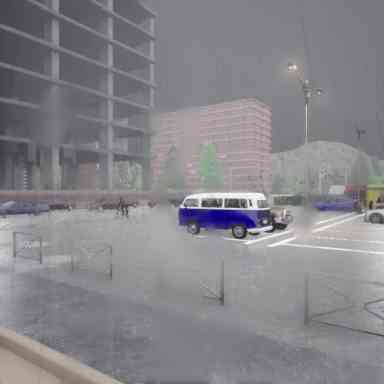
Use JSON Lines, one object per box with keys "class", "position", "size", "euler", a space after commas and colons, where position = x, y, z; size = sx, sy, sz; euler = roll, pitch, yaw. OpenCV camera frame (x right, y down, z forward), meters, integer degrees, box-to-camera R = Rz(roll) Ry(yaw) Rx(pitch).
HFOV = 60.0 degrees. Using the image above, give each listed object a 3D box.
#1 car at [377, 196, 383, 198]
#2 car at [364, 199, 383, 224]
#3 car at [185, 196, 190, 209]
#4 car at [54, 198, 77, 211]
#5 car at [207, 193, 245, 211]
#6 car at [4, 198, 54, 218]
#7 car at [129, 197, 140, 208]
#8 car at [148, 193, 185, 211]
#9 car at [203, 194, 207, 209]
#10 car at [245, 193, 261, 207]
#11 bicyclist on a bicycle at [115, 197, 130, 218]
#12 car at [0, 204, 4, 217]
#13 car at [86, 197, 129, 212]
{"class": "car", "position": [16.501, 1.153, 26.010], "size": [4.605, 1.855, 1.932], "euler": [0, 0, 36]}
{"class": "car", "position": [13.297, 1.395, 21.444], "size": [3.806, 1.475, 1.970], "euler": [0, 0, 36]}
{"class": "car", "position": [-3.228, 1.166, 54.147], "size": [2.150, 2.045, 5.566], "euler": [0, 0, 35]}
{"class": "car", "position": [-15.272, 1.436, 37.136], "size": [2.128, 1.511, 4.902], "euler": [0, 0, 35]}
{"class": "car", "position": [4.968, 1.166, 47.390], "size": [2.150, 2.045, 5.566], "euler": [0, 0, 36]}
{"class": "car", "position": [-15.811, 1.492, 30.296], "size": [2.033, 1.411, 5.357], "euler": [0, 0, 35]}
{"class": "car", "position": [-9.352, 1.436, 45.524], "size": [2.128, 1.511, 4.902], "euler": [0, 0, 35]}
{"class": "car", "position": [-3.818, 1.166, 47.284], "size": [2.150, 2.045, 5.566], "euler": [0, 0, 35]}
{"class": "car", "position": [4.238, 1.449, 52.327], "size": [1.837, 1.490, 4.892], "euler": [0, 0, 35]}
{"class": "car", "position": [10.040, 1.436, 60.571], "size": [2.128, 1.511, 4.902], "euler": [0, 0, 35]}
{"class": "bicyclist on a bicycle", "position": [-5.455, 1.248, 25.923], "size": [1.656, 1.620, 0.582], "euler": [0, 0, 35]}
{"class": "car", "position": [-14.159, 1.507, 20.112], "size": [1.994, 1.385, 4.181], "euler": [0, 0, 35]}
{"class": "car", "position": [-9.990, 1.449, 38.555], "size": [1.837, 1.490, 4.892], "euler": [0, 0, 35]}
